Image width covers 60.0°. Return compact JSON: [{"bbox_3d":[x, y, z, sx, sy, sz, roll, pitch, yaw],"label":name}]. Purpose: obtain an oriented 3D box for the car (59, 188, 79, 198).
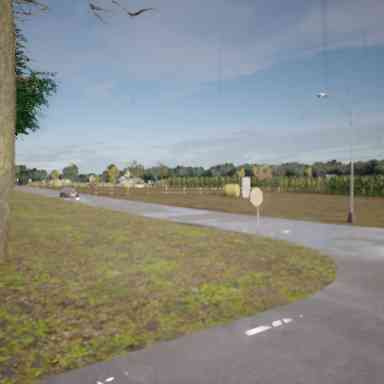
[{"bbox_3d":[-18.544,0.091,50.024,1.812,1.442,4.674,-2,3,-36],"label":"car"}]
